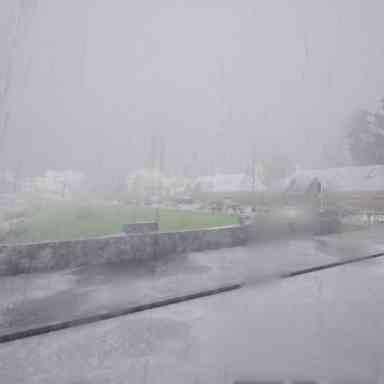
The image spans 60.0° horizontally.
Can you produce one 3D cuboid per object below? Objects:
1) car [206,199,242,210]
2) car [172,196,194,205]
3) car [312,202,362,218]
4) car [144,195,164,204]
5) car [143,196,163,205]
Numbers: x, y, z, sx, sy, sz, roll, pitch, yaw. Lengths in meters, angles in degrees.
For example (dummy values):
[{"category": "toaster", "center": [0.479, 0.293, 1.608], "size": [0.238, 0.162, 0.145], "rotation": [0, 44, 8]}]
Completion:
[{"category": "car", "center": [3.946, 1.548, 42.599], "size": [2.033, 1.411, 5.357], "rotation": [0, 0, -35]}, {"category": "car", "center": [-1.664, 1.478, 57.614], "size": [1.882, 1.535, 5.008], "rotation": [0, 0, -35]}, {"category": "car", "center": [12.987, 1.564, 29.905], "size": [1.994, 1.385, 4.181], "rotation": [0, 0, -35]}, {"category": "car", "center": [-7.588, 1.478, 65.849], "size": [1.882, 1.535, 5.008], "rotation": [0, 0, -35]}, {"category": "car", "center": [-6.811, 1.507, 57.828], "size": [1.837, 1.490, 4.892], "rotation": [0, -1, -35]}]
